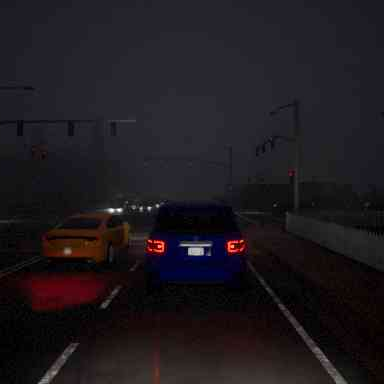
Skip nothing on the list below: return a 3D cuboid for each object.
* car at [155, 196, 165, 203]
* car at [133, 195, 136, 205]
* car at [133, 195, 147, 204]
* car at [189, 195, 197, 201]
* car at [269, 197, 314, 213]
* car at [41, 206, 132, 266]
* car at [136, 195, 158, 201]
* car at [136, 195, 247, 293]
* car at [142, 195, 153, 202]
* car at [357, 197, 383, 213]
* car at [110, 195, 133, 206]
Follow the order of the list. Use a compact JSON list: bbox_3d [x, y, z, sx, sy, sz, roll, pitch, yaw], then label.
[{"bbox_3d":[-6.835,1.524,71.677,1.812,1.442,4.674,0,0,0],"label":"car"},{"bbox_3d":[-10.447,1.352,57.411,2.097,1.767,4.553,0,0,0],"label":"car"},{"bbox_3d":[-10.366,1.478,66.680,1.882,1.535,5.008,0,0,1],"label":"car"},{"bbox_3d":[0.204,1.540,88.979,2.033,1.411,5.357,0,0,0],"label":"car"},{"bbox_3d":[10.730,1.352,36.046,4.553,1.767,2.097,0,0,-1],"label":"car"},{"bbox_3d":[-3.397,1.478,11.612,1.882,1.535,5.008,0,0,0],"label":"car"},{"bbox_3d":[-6.976,1.547,52.198,2.033,1.411,5.357,0,0,0],"label":"car"},{"bbox_3d":[0.083,1.221,8.990,2.150,2.045,5.566,0,0,0],"label":"car"},{"bbox_3d":[-10.323,1.524,76.935,1.812,1.442,4.674,0,0,0],"label":"car"},{"bbox_3d":[20.511,1.352,36.266,4.553,1.767,2.097,0,0,-1],"label":"car"},{"bbox_3d":[-10.486,1.491,48.200,2.128,1.511,4.902,0,0,0],"label":"car"}]
